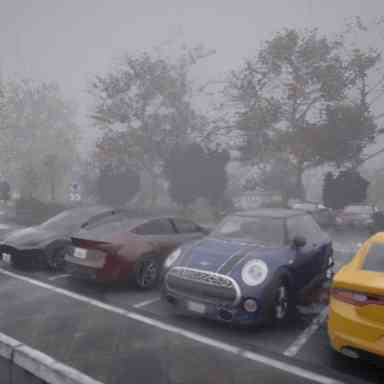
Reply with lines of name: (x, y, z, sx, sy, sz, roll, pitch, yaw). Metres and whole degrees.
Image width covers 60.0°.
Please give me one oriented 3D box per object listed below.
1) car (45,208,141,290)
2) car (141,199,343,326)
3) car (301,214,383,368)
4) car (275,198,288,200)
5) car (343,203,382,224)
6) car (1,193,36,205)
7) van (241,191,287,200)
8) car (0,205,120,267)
car: (-0.864, 1.271, 8.560, 2.163, 1.488, 4.792, 2, 1, 36)
car: (1.392, 1.179, 6.921, 2.185, 1.767, 4.553, 1, 1, 36)
car: (3.616, 1.360, 5.259, 2.097, 1.535, 5.008, 1, 1, 36)
car: (6.658, 1.272, 19.230, 2.002, 1.452, 4.674, 2, 1, 36)
car: (8.909, 1.335, 17.592, 2.002, 1.452, 4.674, 2, 1, 36)
car: (-17.592, 1.140, 36.505, 2.097, 1.535, 5.008, 2, 1, 36)
van: (4.425, 0.947, 20.694, 1.878, 1.987, 4.442, 1, 2, 36)
car: (-3.149, 1.208, 10.150, 2.163, 1.488, 4.792, 2, 1, 36)
